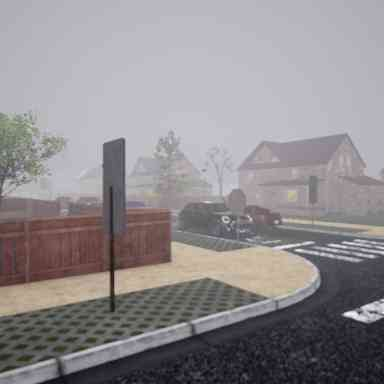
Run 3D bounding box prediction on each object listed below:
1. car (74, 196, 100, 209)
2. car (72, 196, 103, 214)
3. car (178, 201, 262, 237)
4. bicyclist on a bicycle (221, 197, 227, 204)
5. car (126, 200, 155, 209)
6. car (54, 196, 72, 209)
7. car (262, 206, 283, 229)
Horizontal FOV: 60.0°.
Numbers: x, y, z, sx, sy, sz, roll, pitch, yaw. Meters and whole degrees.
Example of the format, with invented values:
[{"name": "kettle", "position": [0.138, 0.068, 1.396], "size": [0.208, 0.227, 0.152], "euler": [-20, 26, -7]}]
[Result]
[{"name": "car", "position": [-13.902, 1.288, 43.912], "size": [1.882, 1.535, 5.008], "euler": [0, 1, -35]}, {"name": "car", "position": [-10.276, 1.213, 33.886], "size": [2.097, 1.767, 4.553], "euler": [0, 0, -36]}, {"name": "car", "position": [1.173, 1.301, 17.870], "size": [2.097, 1.767, 4.553], "euler": [0, 1, -36]}, {"name": "bicyclist on a bicycle", "position": [2.499, 1.199, 26.087], "size": [1.656, 1.620, 0.582], "euler": [-1, 1, -36]}, {"name": "car", "position": [-4.516, 1.381, 25.827], "size": [1.882, 1.535, 5.008], "euler": [0, 0, -35]}, {"name": "car", "position": [-16.196, 1.326, 42.226], "size": [1.837, 1.490, 4.892], "euler": [0, 0, -35]}, {"name": "car", "position": [3.284, 1.460, 20.070], "size": [1.812, 1.442, 4.674], "euler": [0, 0, -36]}]
